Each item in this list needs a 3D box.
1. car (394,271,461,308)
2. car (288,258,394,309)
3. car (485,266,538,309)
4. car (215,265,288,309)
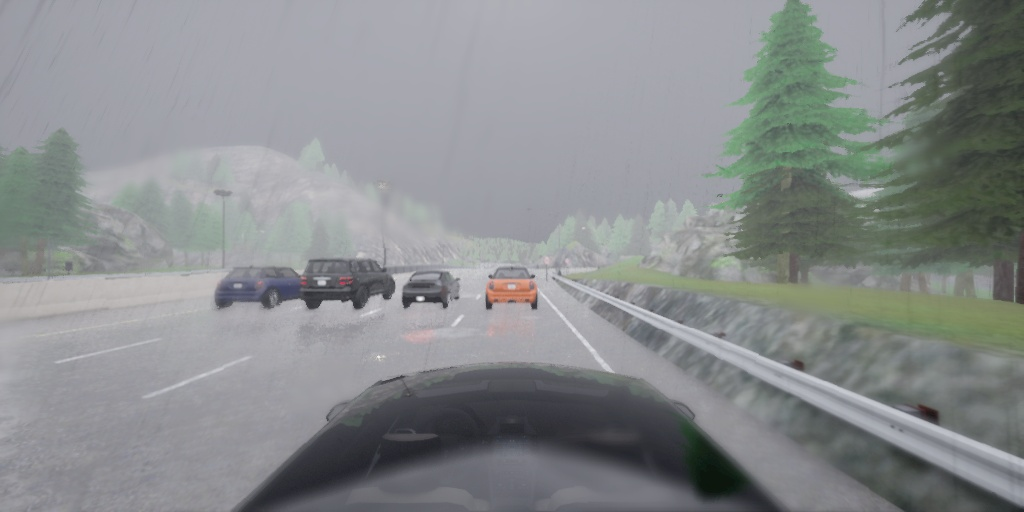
[{"bbox_3d":[-3.512,1.395,16.154,1.837,1.490,4.892,0,0,0],"label":"car"},{"bbox_3d":[-7.015,1.101,15.892,2.150,2.045,5.566,0,0,0],"label":"car"},{"bbox_3d":[-0.013,1.235,15.960,2.097,1.767,4.553,0,-1,0],"label":"car"},{"bbox_3d":[-10.513,1.235,15.924,2.097,1.767,4.553,0,-1,0],"label":"car"}]
